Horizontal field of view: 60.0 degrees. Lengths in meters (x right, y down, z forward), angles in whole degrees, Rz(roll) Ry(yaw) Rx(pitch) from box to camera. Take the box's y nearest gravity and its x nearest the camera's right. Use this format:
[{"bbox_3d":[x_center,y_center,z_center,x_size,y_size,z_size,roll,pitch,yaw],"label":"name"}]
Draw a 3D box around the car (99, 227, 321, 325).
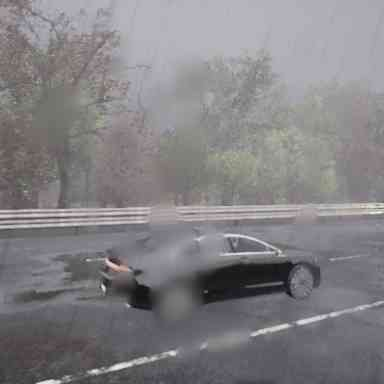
[{"bbox_3d":[0.568,1.500,7.043,4.902,1.511,2.128,0,0,-28],"label":"car"}]
